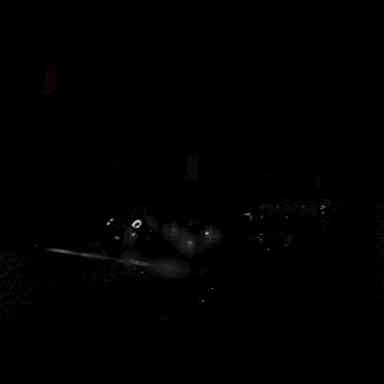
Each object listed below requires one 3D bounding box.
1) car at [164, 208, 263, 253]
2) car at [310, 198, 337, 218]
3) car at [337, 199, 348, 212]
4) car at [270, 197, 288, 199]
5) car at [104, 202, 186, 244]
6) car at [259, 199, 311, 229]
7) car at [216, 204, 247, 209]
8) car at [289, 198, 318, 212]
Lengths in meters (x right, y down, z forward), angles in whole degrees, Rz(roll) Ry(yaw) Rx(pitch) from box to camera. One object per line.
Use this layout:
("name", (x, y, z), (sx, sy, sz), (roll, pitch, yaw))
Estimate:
("car", (1.103, 1.578, 13.960), (1.895, 1.301, 4.718), (0, 0, 32))
("car", (11.500, 1.326, 30.411), (2.097, 1.767, 4.553), (0, 0, 32))
("car", (17.154, 1.520, 39.290), (2.033, 1.411, 5.357), (0, 0, 33))
("car", (8.010, 1.315, 31.442), (2.097, 1.767, 4.553), (0, 0, 32))
("car", (-1.935, 1.319, 15.703), (2.097, 1.767, 4.553), (0, 0, 32))
("car", (6.118, 1.453, 21.904), (1.882, 1.535, 5.008), (0, 0, 32))
("car", (2.678, 1.529, 23.012), (1.994, 1.385, 4.181), (0, 0, 32))
("car", (13.527, 1.509, 40.121), (2.033, 1.411, 5.357), (0, 0, 33))
